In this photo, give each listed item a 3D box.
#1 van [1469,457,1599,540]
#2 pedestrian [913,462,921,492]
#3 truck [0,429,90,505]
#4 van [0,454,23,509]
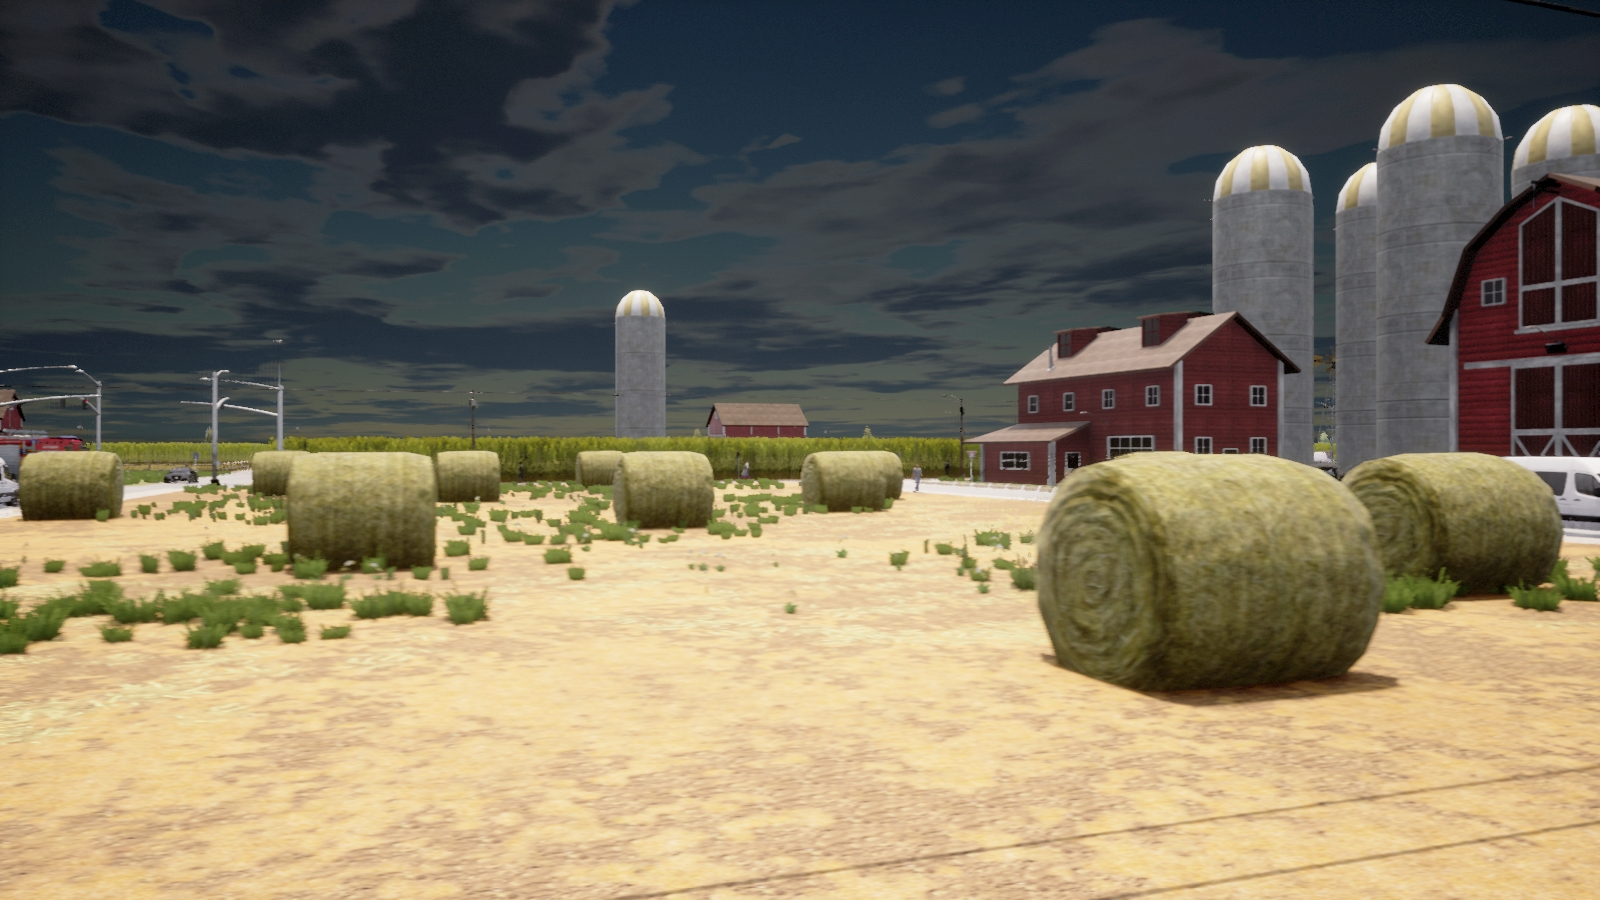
[{"bbox_3d":[25.267,1.511,37.351,1.988,2.561,5.915,0,0,-21],"label":"van"},{"bbox_3d":[7.174,1.672,70.252,0.375,1.860,0.375,0,0,-17],"label":"pedestrian"},{"bbox_3d":[-41.237,0.854,61.710,2.891,3.827,8.468,0,0,-17],"label":"truck"},{"bbox_3d":[-38.774,1.498,53.799,1.988,2.561,5.915,0,0,-17],"label":"van"}]
